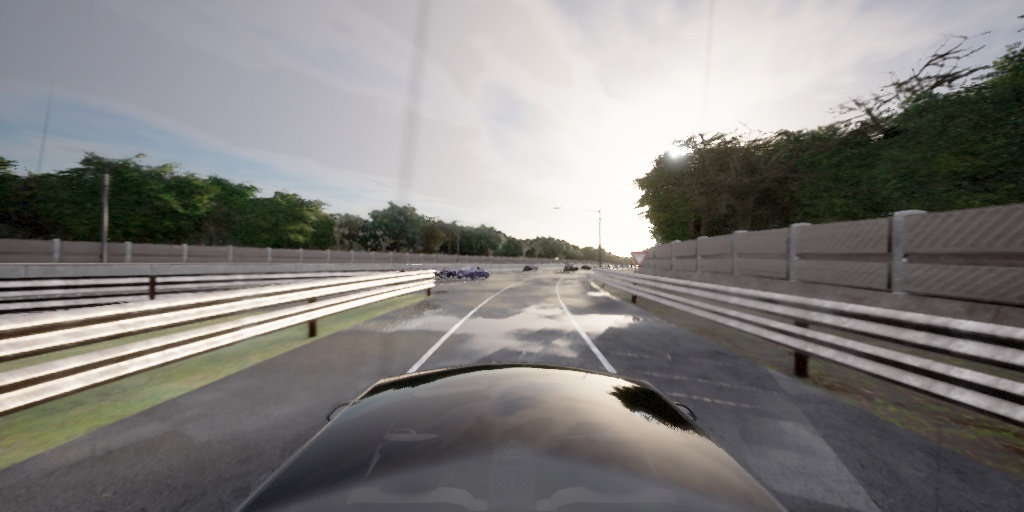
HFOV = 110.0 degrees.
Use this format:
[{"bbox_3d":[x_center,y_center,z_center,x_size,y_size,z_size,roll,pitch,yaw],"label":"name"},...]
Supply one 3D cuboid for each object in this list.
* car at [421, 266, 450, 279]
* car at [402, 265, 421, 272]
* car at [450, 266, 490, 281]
[{"bbox_3d":[-7.121,1.767,37.994,1.895,1.301,4.718,0,-1,25],"label":"car"},{"bbox_3d":[-10.310,1.726,39.436,1.994,1.385,4.181,0,-1,25],"label":"car"},{"bbox_3d":[-3.967,1.696,36.475,1.812,1.442,4.674,0,-1,25],"label":"car"}]
